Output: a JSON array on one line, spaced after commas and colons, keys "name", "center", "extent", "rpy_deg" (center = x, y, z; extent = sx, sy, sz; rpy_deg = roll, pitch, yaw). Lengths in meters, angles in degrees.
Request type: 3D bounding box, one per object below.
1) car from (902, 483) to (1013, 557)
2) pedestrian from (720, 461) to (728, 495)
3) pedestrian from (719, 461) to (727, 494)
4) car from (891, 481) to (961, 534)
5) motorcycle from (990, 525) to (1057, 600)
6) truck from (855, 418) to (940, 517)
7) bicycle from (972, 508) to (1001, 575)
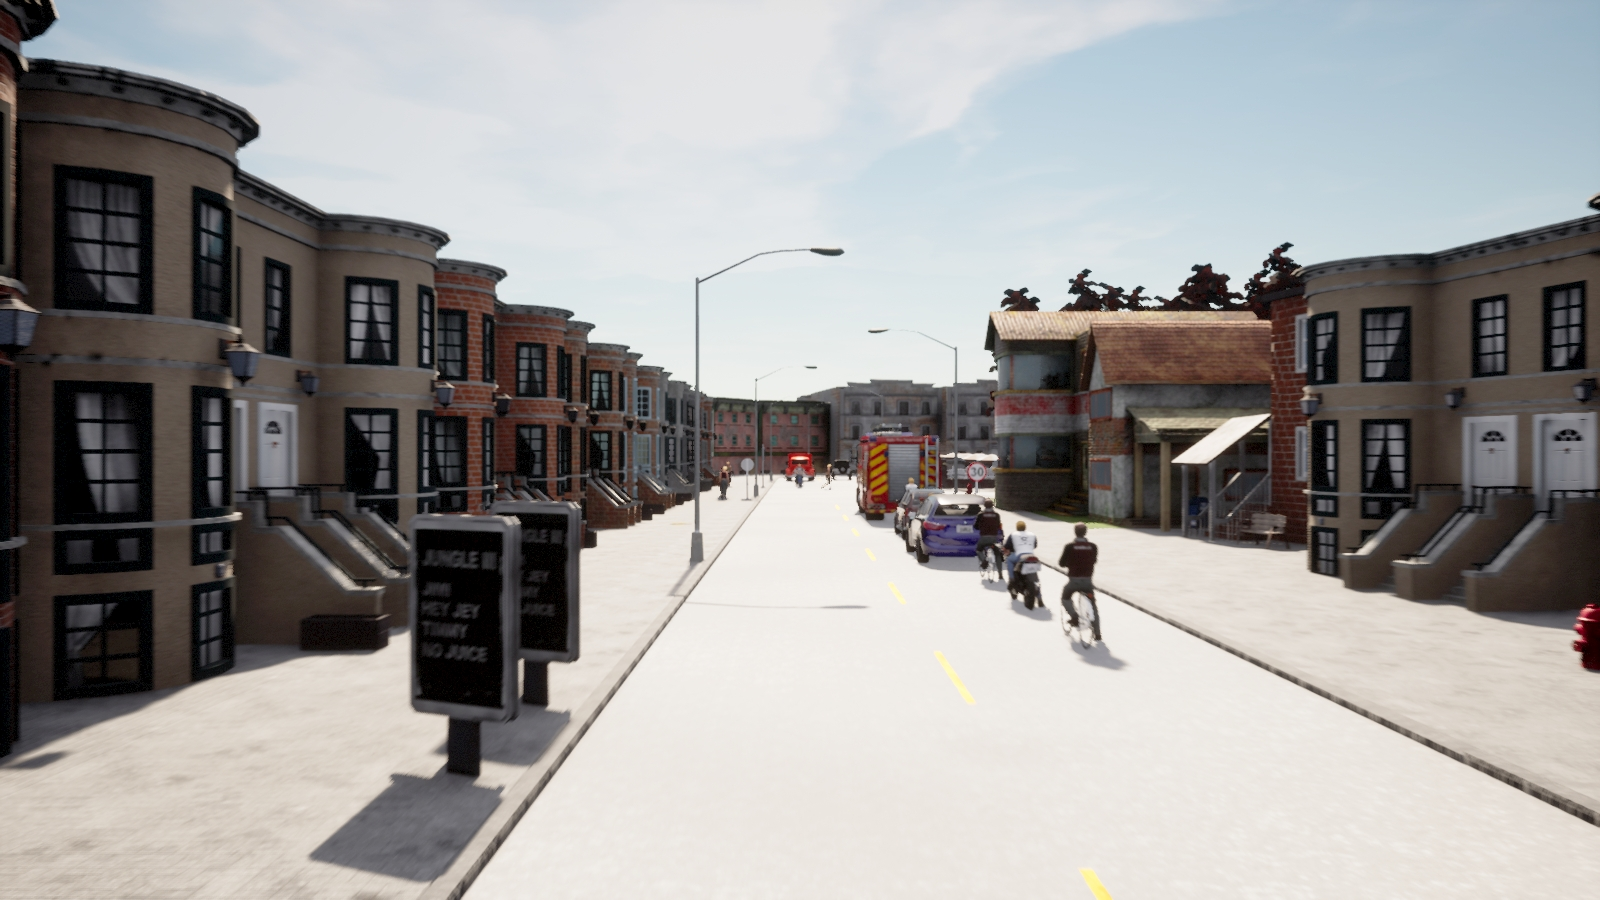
[{"name": "car", "center": [3.995, 1.747, 29.751], "extent": [2.242, 1.667, 4.611], "rpy_deg": [0, 0, 0]}, {"name": "pedestrian", "center": [-4.142, 1.523, 62.289], "extent": [0.375, 1.860, 0.375], "rpy_deg": [0, 0, 9]}, {"name": "pedestrian", "center": [-4.360, 1.524, 64.394], "extent": [0.375, 1.860, 0.375], "rpy_deg": [0, 0, 12]}, {"name": "car", "center": [3.999, 1.800, 36.762], "extent": [1.789, 1.549, 3.705], "rpy_deg": [0, 0, 0]}, {"name": "motorcycle", "center": [3.996, 1.993, 20.587], "extent": [0.803, 1.145, 2.033], "rpy_deg": [0, 0, 0]}, {"name": "truck", "center": [3.985, 0.671, 48.421], "extent": [2.891, 3.827, 8.468], "rpy_deg": [0, 0, 0]}, {"name": "bicycle", "center": [3.988, 1.940, 24.499], "extent": [0.329, 1.271, 1.835], "rpy_deg": [0, 0, 0]}]
